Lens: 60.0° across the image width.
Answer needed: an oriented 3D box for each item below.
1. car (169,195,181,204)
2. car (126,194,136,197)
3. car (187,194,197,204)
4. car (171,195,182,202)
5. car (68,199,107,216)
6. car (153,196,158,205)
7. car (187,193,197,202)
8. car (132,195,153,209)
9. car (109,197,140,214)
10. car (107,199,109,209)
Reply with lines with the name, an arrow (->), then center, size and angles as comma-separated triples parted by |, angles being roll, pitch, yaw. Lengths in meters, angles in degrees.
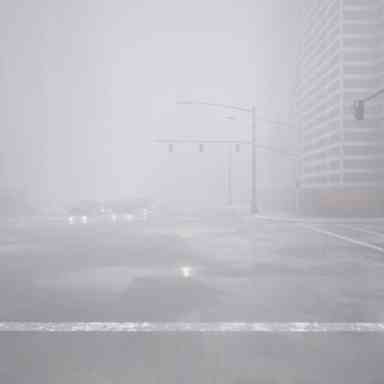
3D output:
car -> -3.451, 1.491, 64.233 | 2.128, 1.511, 4.902 | 0, 0, 0
car -> -10.548, 1.505, 54.332 | 1.837, 1.490, 4.892 | 0, 0, 0
car -> 0.049, 1.547, 64.230 | 2.033, 1.411, 5.357 | 0, 0, 0
car -> -3.444, 1.354, 74.517 | 2.128, 1.511, 4.902 | 0, 0, 0
car -> -10.566, 1.548, 33.347 | 2.033, 1.411, 5.357 | 0, 0, 2
car -> -7.023, 1.505, 57.255 | 1.837, 1.490, 4.892 | 0, 0, 0
car -> 0.056, 1.184, 74.484 | 2.097, 1.767, 4.553 | 0, 0, 0
car -> -7.044, 1.506, 46.822 | 1.837, 1.490, 4.892 | 0, 0, 0
car -> -7.066, 1.525, 35.133 | 1.812, 1.442, 4.674 | 0, 0, 0
car -> -10.560, 1.548, 43.866 | 2.033, 1.411, 5.357 | 0, 0, 0
